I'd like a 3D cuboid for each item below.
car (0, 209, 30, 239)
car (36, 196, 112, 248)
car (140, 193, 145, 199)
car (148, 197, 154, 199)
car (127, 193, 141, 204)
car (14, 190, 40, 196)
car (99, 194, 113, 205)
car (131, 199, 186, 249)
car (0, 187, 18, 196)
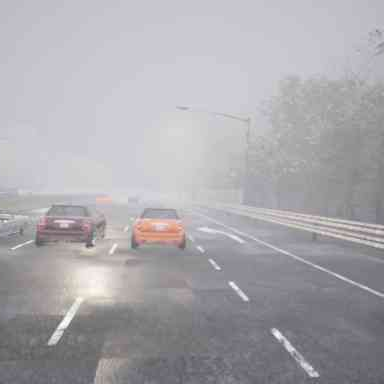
[{"bbox_3d":[-8.426,1.329,13.814,1.895,1.301,4.718,3,0,-7],"label":"car"},{"bbox_3d":[-4.954,1.235,14.303,2.097,1.767,4.553,3,0,-7],"label":"car"},{"bbox_3d":[-14.919,1.229,92.969,2.150,2.045,5.566,3,0,-7],"label":"car"},{"bbox_3d":[-3.974,1.594,34.331,1.812,1.442,4.674,3,0,-7],"label":"car"},{"bbox_3d":[-11.197,1.436,63.524,1.882,1.535,5.008,3,0,-7],"label":"car"},{"bbox_3d":[-23.435,0.808,48.551,2.128,1.511,4.902,3,0,-7],"label":"car"},{"bbox_3d":[-12.875,1.133,48.995,2.097,1.767,4.553,3,0,-7],"label":"car"},{"bbox_3d":[-1.504,1.390,14.900,2.097,1.767,4.553,3,0,-7],"label":"car"},{"bbox_3d":[-26.857,0.385,47.890,2.150,2.045,5.566,3,0,-7],"label":"car"}]
